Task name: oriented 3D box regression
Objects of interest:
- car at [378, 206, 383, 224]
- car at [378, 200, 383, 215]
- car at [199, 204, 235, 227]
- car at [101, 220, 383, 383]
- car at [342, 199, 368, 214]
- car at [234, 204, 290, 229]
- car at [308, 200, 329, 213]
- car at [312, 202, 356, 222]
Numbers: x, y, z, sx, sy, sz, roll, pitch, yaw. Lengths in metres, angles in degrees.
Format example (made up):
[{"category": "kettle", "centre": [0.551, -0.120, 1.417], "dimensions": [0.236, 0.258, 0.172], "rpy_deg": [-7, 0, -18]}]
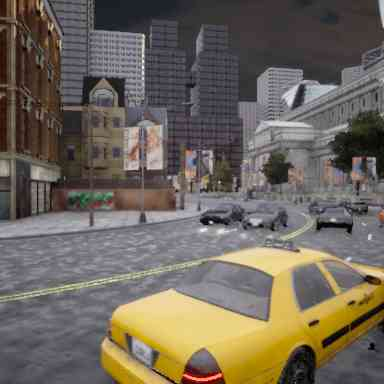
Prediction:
[{"category": "car", "centre": [11.782, 1.344, 18.658], "dimensions": [2.097, 1.767, 4.553], "rpy_deg": [0, 0, 26]}, {"category": "car", "centre": [19.098, 1.507, 30.595], "dimensions": [2.002, 1.452, 4.674], "rpy_deg": [0, 0, 11]}, {"category": "car", "centre": [2.390, 1.530, 23.340], "dimensions": [2.033, 1.411, 5.357], "rpy_deg": [0, 0, 26]}, {"category": "car", "centre": [1.430, 1.453, 4.805], "dimensions": [5.366, 1.575, 1.801], "rpy_deg": [0, 0, -42]}, {"category": "car", "centre": [16.579, 1.474, 34.567], "dimensions": [2.128, 1.511, 4.902], "rpy_deg": [0, 0, 8]}, {"category": "car", "centre": [4.593, 1.478, 20.139], "dimensions": [2.128, 1.511, 4.902], "rpy_deg": [0, 0, 29]}, {"category": "car", "centre": [12.874, 1.529, 33.200], "dimensions": [2.033, 1.411, 5.357], "rpy_deg": [0, 0, 10]}, {"category": "car", "centre": [8.858, 1.554, 20.644], "dimensions": [1.994, 1.385, 4.181], "rpy_deg": [0, 0, 25]}]
